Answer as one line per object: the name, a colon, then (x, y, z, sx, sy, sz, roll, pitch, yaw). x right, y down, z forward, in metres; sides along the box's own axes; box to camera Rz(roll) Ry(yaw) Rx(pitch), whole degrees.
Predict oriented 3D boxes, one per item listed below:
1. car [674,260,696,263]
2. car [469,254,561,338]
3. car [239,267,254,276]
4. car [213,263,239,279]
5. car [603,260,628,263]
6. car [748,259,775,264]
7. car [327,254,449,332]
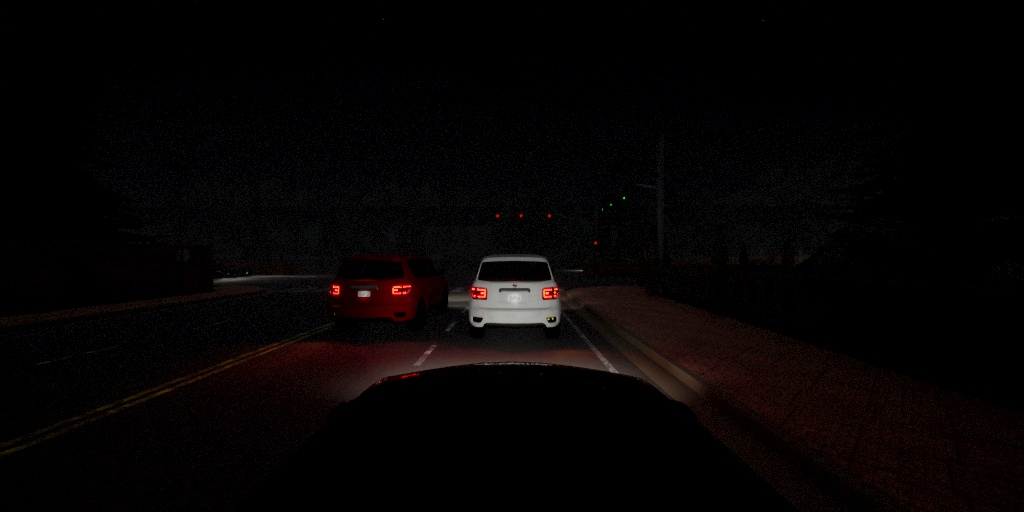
car: (23.363, 1.297, 48.985, 5.357, 1.411, 2.033, 0, 0, 0)
car: (0.081, 0.971, 10.312, 2.150, 2.045, 5.566, 0, 0, 1)
car: (-28.175, 1.351, 35.138, 4.718, 1.301, 1.895, 0, 0, 0)
car: (-27.382, 1.276, 31.633, 4.674, 1.442, 1.812, 0, 0, -1)
car: (13.595, 1.255, 49.047, 4.892, 1.490, 1.837, 0, 0, 0)
car: (33.209, 1.220, 48.945, 4.892, 1.490, 1.837, -1, 0, 0)
car: (-3.418, 0.971, 10.994, 2.150, 2.045, 5.566, 0, 0, 0)
